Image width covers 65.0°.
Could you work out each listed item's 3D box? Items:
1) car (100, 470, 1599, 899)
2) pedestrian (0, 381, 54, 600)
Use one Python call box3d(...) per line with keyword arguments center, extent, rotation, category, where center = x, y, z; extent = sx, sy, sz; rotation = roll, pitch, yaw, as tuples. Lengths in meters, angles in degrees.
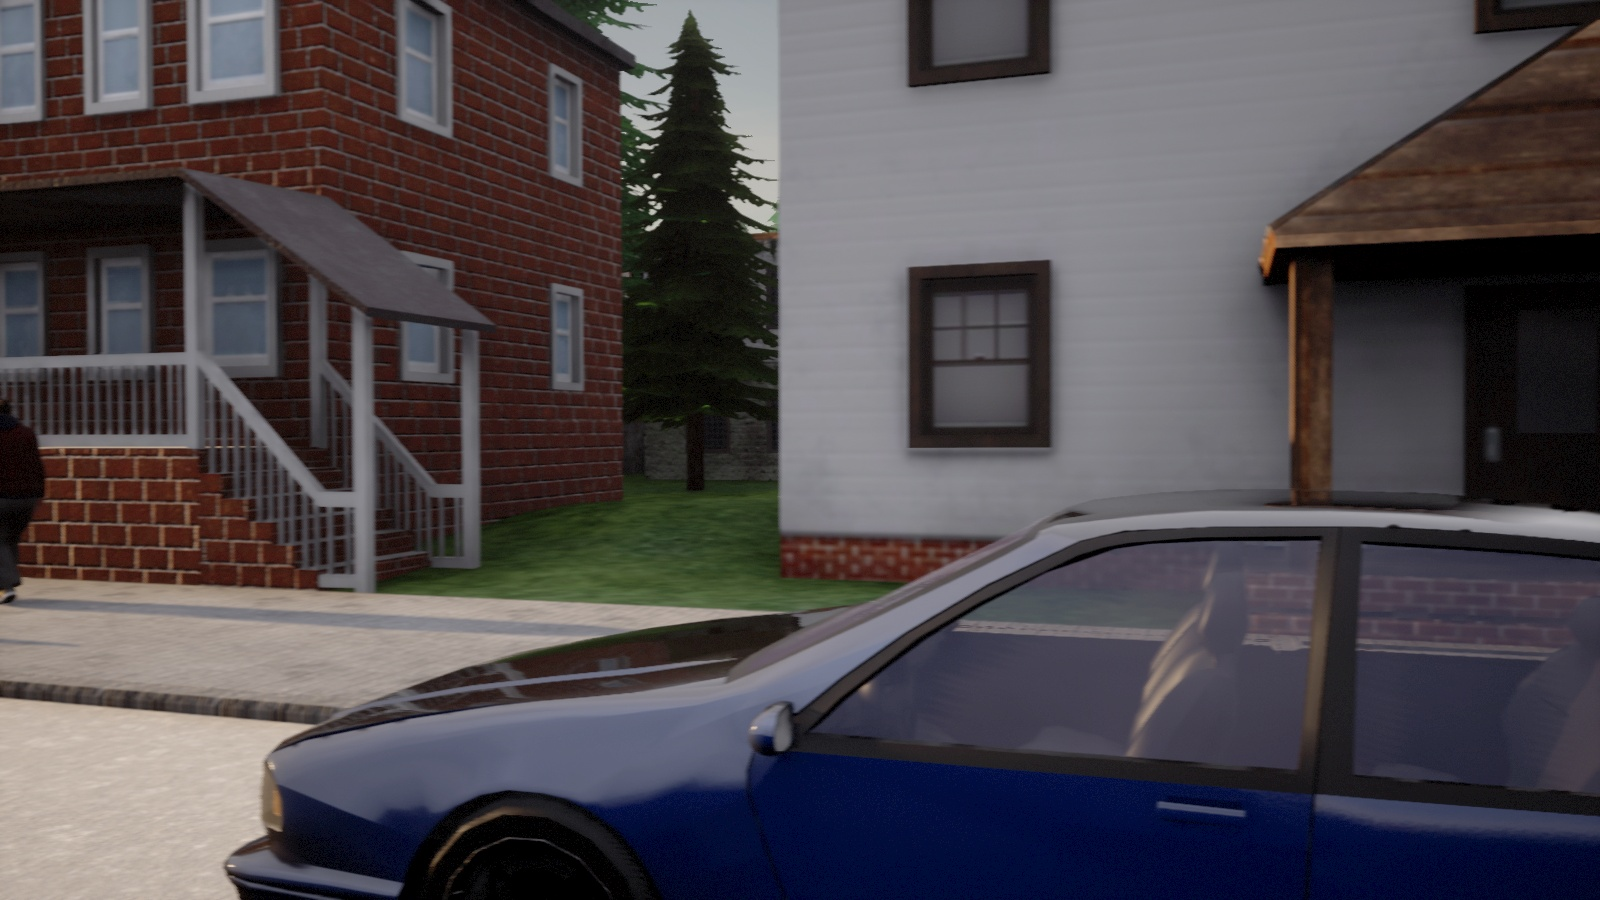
box3d(center=(1.046, 0.824, 3.373), extent=(5.357, 1.411, 2.033), rotation=(1, 1, 19), category="car")
box3d(center=(-6.992, 0.335, 10.908), extent=(0.899, 1.844, 0.634), rotation=(1, 1, 42), category="pedestrian")
